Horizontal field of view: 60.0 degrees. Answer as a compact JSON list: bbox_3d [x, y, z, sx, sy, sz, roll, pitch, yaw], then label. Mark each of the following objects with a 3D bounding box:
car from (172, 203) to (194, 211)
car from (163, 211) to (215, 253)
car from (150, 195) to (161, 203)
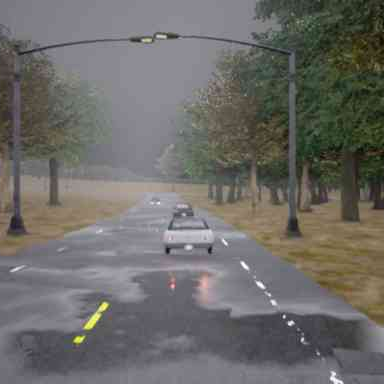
[{"bbox_3d":[-0.793,1.669,29.510,1.812,1.442,4.674,0,0,-3],"label":"car"},{"bbox_3d":[-0.165,1.709,14.184,1.895,1.301,4.718,0,0,-1],"label":"car"},{"bbox_3d":[-7.857,1.464,71.450,1.837,1.490,4.892,0,1,-5],"label":"car"}]
